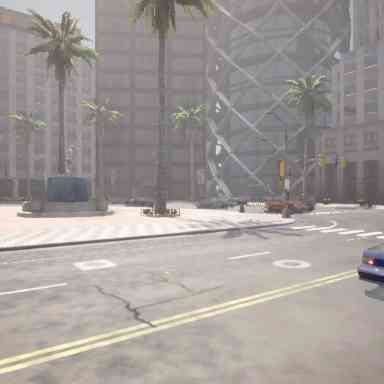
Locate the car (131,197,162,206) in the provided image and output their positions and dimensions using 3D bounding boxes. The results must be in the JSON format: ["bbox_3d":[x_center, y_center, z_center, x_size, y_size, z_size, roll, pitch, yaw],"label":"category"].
[{"bbox_3d":[-7.307,1.526,53.550,4.674,1.442,1.812,0,0,17],"label":"car"}]

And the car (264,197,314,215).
[{"bbox_3d":[9.742,1.351,34.416,2.097,1.767,4.553,0,0,-35],"label":"car"}]

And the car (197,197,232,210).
[{"bbox_3d":[2.636,1.564,43.448,4.181,1.385,1.994,0,0,43],"label":"car"}]

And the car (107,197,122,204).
[{"bbox_3d":[-14.118,1.564,62.270,4.181,1.385,1.994,0,0,7],"label":"car"}]

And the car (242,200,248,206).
[{"bbox_3d":[6.609,1.601,54.225,4.718,1.301,1.895,0,0,38],"label":"car"}]

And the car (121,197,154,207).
[{"bbox_3d":[-7.727,1.601,50.091,4.718,1.301,1.895,0,0,19],"label":"car"}]

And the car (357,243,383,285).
[{"bbox_3d":[6.233,1.547,8.220,5.357,1.411,2.033,0,0,-35],"label":"car"}]

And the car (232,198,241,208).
[{"bbox_3d":[4.024,1.492,46.903,4.902,1.511,2.128,0,0,40],"label":"car"}]
